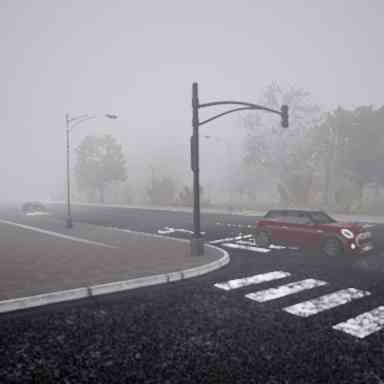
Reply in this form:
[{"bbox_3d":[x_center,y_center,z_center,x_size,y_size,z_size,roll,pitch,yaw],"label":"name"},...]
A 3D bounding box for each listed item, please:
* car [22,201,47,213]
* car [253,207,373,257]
[{"bbox_3d":[-19.313,1.785,40.668,1.994,1.385,4.181,-1,1,-41],"label":"car"},{"bbox_3d":[4.863,1.475,13.809,2.097,1.767,4.553,-1,1,-43],"label":"car"}]
